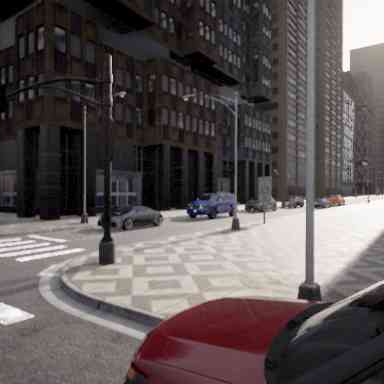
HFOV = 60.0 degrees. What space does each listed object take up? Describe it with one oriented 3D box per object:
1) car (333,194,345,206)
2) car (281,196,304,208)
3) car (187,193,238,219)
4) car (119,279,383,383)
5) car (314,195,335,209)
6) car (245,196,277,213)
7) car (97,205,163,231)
[{"bbox_3d":[22.180,1.187,51.352,2.097,1.767,4.553,0,0,35],"label":"car"},{"bbox_3d":[13.459,1.336,44.313,2.128,1.511,4.902,0,0,35],"label":"car"},{"bbox_3d":[1.842,1.112,27.950,2.150,2.045,5.566,0,0,35],"label":"car"},{"bbox_3d":[1.785,1.317,1.687,5.009,1.841,2.192,0,0,35],"label":"car"},{"bbox_3d":[16.999,1.422,43.926,1.994,1.385,4.181,0,0,36],"label":"car"},{"bbox_3d":[7.477,1.221,35.907,2.097,1.767,4.553,0,0,35],"label":"car"},{"bbox_3d":[-3.643,1.476,20.185,1.994,1.385,4.181,0,0,35],"label":"car"}]
